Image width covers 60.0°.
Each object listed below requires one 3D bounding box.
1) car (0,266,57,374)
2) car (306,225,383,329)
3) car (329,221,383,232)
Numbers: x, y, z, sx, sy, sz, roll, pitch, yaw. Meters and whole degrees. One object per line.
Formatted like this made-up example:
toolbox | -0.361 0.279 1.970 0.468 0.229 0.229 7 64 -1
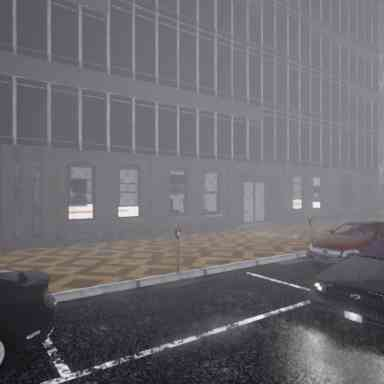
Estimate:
car | -3.909 1.551 3.771 4.403 1.369 2.008 0 0 -36
car | 4.669 1.547 6.711 5.357 1.411 2.033 0 0 -36
car | 5.358 1.582 10.384 4.206 1.307 1.802 0 0 -36
